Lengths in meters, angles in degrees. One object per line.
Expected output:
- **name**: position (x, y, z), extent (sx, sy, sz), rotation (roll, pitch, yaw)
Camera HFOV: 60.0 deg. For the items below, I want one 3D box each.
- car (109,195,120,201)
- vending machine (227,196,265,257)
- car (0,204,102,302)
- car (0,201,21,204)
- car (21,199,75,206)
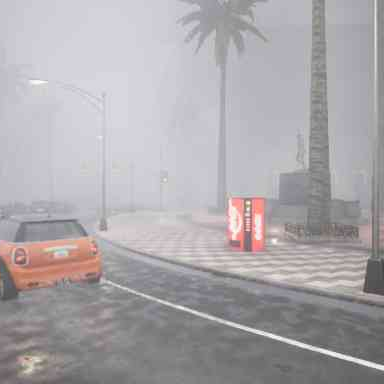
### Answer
- **car**: position (-20.711, 1.513, 89.385), extent (2.161, 1.482, 4.786), rotation (0, 0, 3)
- **vending machine**: position (1.979, 1.195, 12.184), extent (1.100, 2.100, 0.880), rotation (0, 0, -42)
- **car**: position (-4.197, 1.351, 8.664), extent (2.097, 1.767, 4.553), rotation (0, 0, -42)
- **car**: position (-14.210, 1.504, 26.353), extent (1.837, 1.490, 4.892), rotation (0, 0, -3)
- **car**: position (-10.731, 1.353, 25.158), extent (2.097, 1.767, 4.553), rotation (0, 0, -6)
